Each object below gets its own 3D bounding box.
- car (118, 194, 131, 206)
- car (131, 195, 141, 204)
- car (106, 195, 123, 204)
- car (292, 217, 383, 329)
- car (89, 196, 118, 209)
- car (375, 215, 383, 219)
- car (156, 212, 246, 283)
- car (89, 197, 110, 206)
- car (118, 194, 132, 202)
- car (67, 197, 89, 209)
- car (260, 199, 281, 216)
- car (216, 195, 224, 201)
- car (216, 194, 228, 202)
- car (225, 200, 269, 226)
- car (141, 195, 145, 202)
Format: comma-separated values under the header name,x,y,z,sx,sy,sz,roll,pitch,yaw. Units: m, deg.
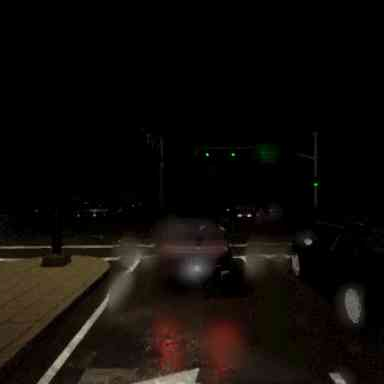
name,x,y,z,sx,sy,sz,roll,pitch,yaw
car,-11.490,1.466,52.726,1.837,1.490,4.892,0,0,0
car,-11.488,1.479,62.996,1.812,1.442,4.674,0,0,0
car,-14.988,1.444,64.271,2.128,1.511,4.902,0,0,0
car,3.602,1.472,6.938,1.882,1.535,5.008,0,0,0
car,-11.588,1.531,43.904,1.994,1.385,4.181,0,0,1
car,7.103,1.516,11.670,1.812,1.442,4.674,0,0,0
car,0.017,1.484,9.687,2.128,1.511,4.902,0,0,-1
car,-14.990,1.507,54.168,2.033,1.411,5.357,0,0,0
car,-14.967,1.294,74.437,2.097,1.767,4.553,0,0,0
car,-15.047,1.445,44.390,1.882,1.535,5.008,0,0,0
car,7.106,1.481,31.602,1.837,1.490,4.892,0,0,0
car,7.284,1.487,87.296,1.994,1.385,4.181,0,0,2
car,7.060,1.297,77.216,2.097,1.767,4.553,0,0,1
car,3.604,1.529,23.412,2.033,1.411,5.357,0,0,0
car,-11.476,1.469,73.403,2.128,1.511,4.902,0,0,0
